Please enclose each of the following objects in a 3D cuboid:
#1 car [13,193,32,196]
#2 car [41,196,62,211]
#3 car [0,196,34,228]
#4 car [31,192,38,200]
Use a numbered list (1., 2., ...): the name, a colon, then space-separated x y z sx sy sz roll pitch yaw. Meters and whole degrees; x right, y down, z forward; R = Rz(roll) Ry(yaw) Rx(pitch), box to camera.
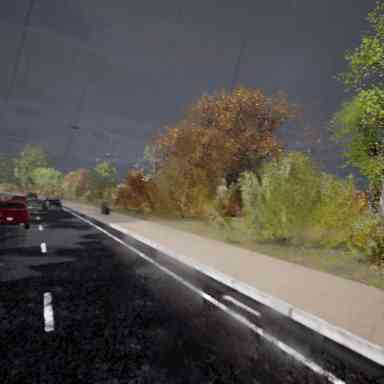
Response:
1. car: -18.983 1.087 36.560 1.882 1.535 5.008 3 -1 -27
2. car: -15.741 1.237 37.348 2.128 1.511 4.902 3 -1 -27
3. car: -10.691 1.252 19.846 1.882 1.535 5.008 3 -1 -25
4. car: -32.526 0.858 67.798 1.837 1.490 4.892 3 -1 -31
